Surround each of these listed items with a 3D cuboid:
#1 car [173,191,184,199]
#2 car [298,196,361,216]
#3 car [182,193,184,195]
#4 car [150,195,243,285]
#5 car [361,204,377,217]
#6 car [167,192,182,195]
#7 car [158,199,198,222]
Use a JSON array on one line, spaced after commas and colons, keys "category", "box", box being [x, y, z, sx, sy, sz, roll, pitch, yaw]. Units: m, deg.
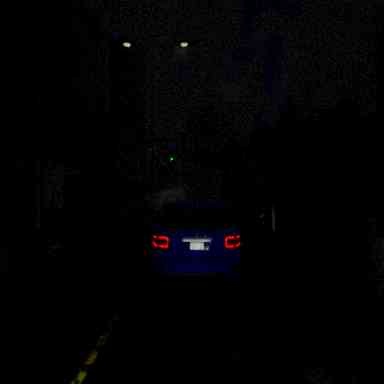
[{"category": "car", "box": [-2.622, 0.600, 64.064, 1.895, 1.301, 4.718, 0, 2, 1]}, {"category": "car", "box": [12.797, 1.306, 31.608, 5.009, 1.841, 2.192, 1, 0, 0]}, {"category": "car", "box": [-2.697, 0.753, 53.758, 1.882, 1.535, 5.008, 0, 1, 0]}, {"category": "car", "box": [0.108, 1.227, 9.669, 2.150, 2.045, 5.566, 0, 0, 0]}, {"category": "car", "box": [18.195, 1.650, 31.603, 4.206, 1.307, 1.802, 1, 0, 0]}, {"category": "car", "box": [-2.743, 1.005, 44.351, 2.128, 1.511, 4.902, 0, 1, -1]}, {"category": "car", "box": [-1.267, 1.371, 26.536, 1.837, 1.490, 4.892, 1, 1, -19]}]
